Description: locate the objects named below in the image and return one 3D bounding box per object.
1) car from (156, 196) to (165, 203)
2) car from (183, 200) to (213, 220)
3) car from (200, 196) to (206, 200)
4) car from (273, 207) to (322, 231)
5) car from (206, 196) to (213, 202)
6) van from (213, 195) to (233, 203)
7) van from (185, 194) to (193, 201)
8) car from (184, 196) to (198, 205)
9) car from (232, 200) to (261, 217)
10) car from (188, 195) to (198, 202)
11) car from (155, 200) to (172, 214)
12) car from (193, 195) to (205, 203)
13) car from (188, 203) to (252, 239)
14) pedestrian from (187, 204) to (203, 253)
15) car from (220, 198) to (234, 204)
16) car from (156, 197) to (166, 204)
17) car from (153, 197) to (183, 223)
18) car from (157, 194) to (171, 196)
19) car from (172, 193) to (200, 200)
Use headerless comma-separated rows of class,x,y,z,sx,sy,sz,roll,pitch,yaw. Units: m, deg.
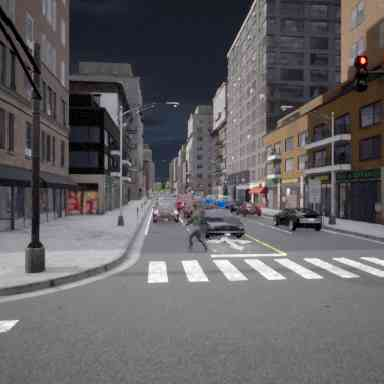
car,-7.107,1.626,74.816,1.887,1.381,4.507,0,0,-6
car,0.282,1.621,27.871,1.895,1.301,4.718,0,0,-6
car,0.803,1.663,51.630,1.895,1.301,4.718,0,0,-6
car,6.526,1.606,20.821,1.947,1.339,4.313,0,0,-6
car,3.701,1.618,48.230,2.008,1.369,4.403,0,0,-6
van,4.267,1.401,42.749,1.690,1.788,3.998,0,0,-6
van,-0.818,1.488,92.085,1.690,1.788,3.998,0,0,-6
car,-0.235,1.572,61.678,2.128,1.511,4.902,0,0,-6
car,5.396,1.629,31.786,1.802,1.307,4.206,0,0,-6
car,0.311,1.568,81.122,1.967,1.590,4.097,0,0,-6
car,-3.152,1.599,36.444,1.802,1.307,4.206,0,0,-6
car,1.441,1.547,70.157,1.967,1.590,4.097,0,0,-6
car,1.295,1.561,17.881,2.033,1.411,5.357,0,0,-8
pedestrian,0.110,1.296,12.158,0.375,1.860,0.375,0,0,-6
car,4.831,1.619,37.267,1.947,1.339,4.313,0,0,-6
car,-5.977,1.612,63.852,2.008,1.369,4.403,0,0,-6
car,-2.021,1.447,25.481,1.967,1.590,4.097,0,0,-6
car,-4.846,1.481,52.889,1.967,1.590,4.097,0,0,-6
car,-0.772,1.252,38.371,2.150,2.045,5.566,0,0,-5
